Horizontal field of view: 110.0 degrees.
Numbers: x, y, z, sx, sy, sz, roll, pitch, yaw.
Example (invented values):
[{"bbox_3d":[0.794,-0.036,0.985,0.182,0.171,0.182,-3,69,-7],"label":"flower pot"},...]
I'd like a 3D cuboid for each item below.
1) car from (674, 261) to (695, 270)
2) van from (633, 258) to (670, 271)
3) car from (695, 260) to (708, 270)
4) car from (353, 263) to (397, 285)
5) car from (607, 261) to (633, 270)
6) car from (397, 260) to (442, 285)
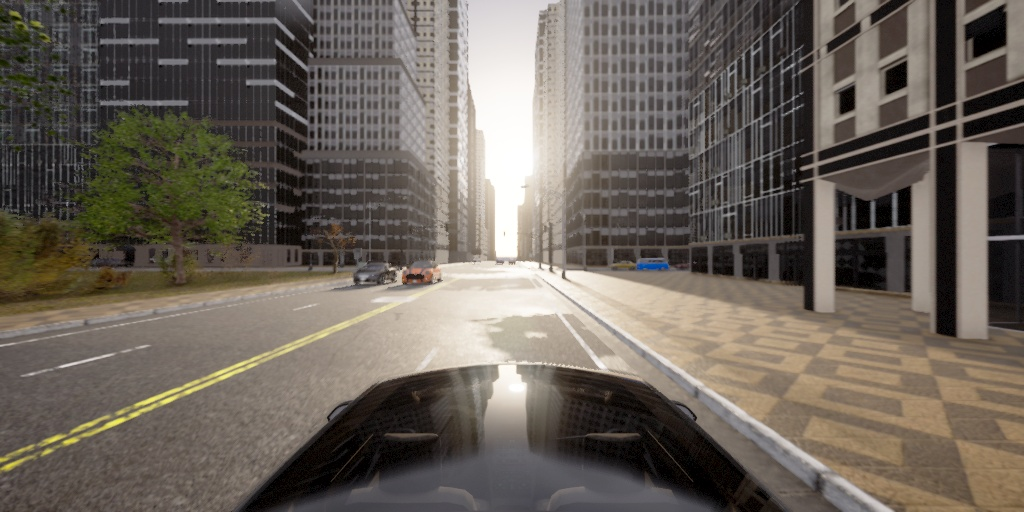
[{"bbox_3d":[26.919,1.461,54.524,4.207,1.307,1.802,0,0,2],"label":"car"},{"bbox_3d":[18.356,1.203,46.837,3.998,1.789,1.690,0,0,2],"label":"van"},{"bbox_3d":[26.634,1.307,46.649,4.097,1.591,1.967,0,0,2],"label":"car"},{"bbox_3d":[-9.840,1.276,26.166,2.128,1.511,4.902,0,0,0],"label":"car"},{"bbox_3d":[17.085,1.400,55.009,4.829,1.417,1.751,0,0,2],"label":"car"},{"bbox_3d":[-6.588,1.135,26.594,2.097,1.767,4.553,0,0,0],"label":"car"}]
